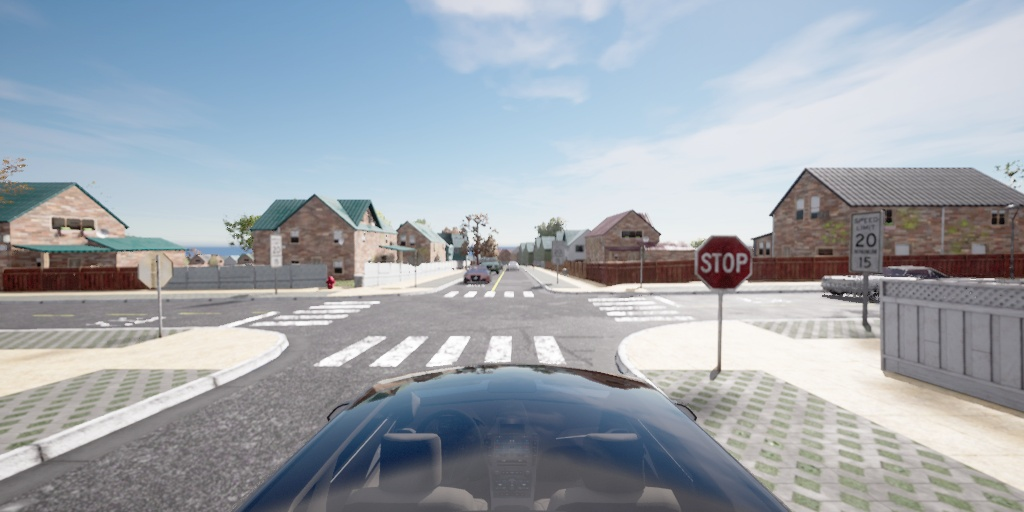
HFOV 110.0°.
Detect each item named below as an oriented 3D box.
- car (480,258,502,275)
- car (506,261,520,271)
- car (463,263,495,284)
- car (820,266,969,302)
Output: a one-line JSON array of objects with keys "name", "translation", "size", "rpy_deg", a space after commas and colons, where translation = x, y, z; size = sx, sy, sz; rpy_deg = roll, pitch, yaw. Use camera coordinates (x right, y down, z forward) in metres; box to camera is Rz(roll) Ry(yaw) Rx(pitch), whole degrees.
[{"name": "car", "translation": [-2.664, 1.225, 44.193], "size": [2.150, 2.045, 5.566], "rpy_deg": [0, 0, -1]}, {"name": "car", "translation": [0.179, 1.661, 57.086], "size": [1.812, 1.442, 4.674], "rpy_deg": [0, -1, 0]}, {"name": "car", "translation": [-2.634, 1.448, 28.157], "size": [1.994, 1.385, 4.181], "rpy_deg": [0, 0, 1]}, {"name": "car", "translation": [15.840, 1.103, 14.943], "size": [4.718, 1.301, 1.895], "rpy_deg": [-1, 1, 0]}]
